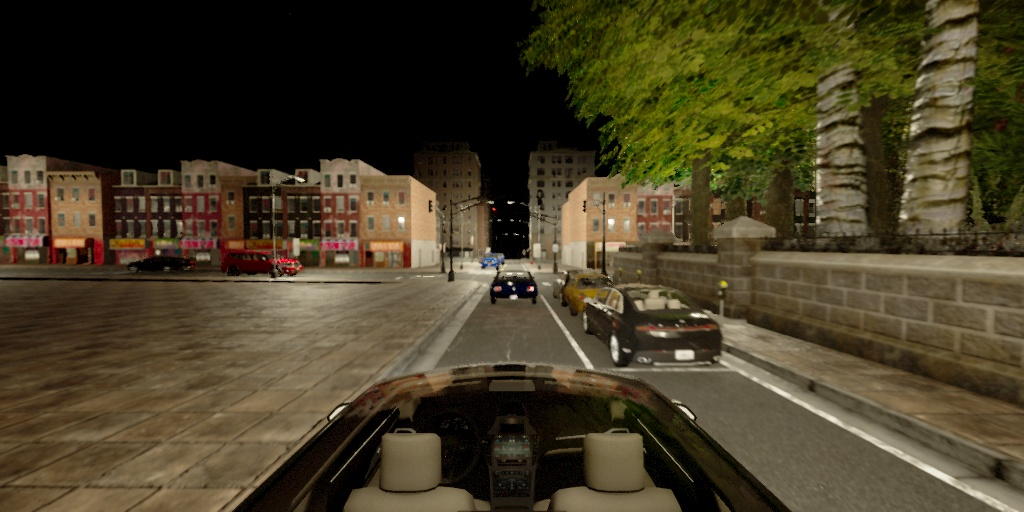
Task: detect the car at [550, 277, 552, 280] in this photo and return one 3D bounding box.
[{"bbox_3d":[2.666,1.195,14.773,2.007,1.370,4.403,0,0,0],"label":"car"}]

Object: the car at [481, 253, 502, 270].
[{"bbox_3d":[-2.706,0.643,45.446,2.150,2.045,5.566,0,1,0],"label":"car"}]

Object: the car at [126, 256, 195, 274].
[{"bbox_3d":[-30.545,0.709,31.223,4.892,1.490,1.837,1,2,0],"label":"car"}]

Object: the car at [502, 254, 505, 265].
[{"bbox_3d":[-2.462,0.526,63.522,2.150,2.045,5.566,0,0,1],"label":"car"}]

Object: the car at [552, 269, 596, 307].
[{"bbox_3d":[2.690,1.187,12.800,1.751,1.417,4.829,0,0,0],"label":"car"}]

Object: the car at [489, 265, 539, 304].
[{"bbox_3d":[0.080,1.239,15.575,1.895,1.301,4.718,0,0,0],"label":"car"}]

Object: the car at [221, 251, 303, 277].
[{"bbox_3d":[-19.636,0.633,28.244,5.566,2.045,2.150,1,2,0],"label":"car"}]

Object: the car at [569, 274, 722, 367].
[{"bbox_3d":[2.638,1.252,7.638,2.007,1.370,4.403,0,0,0],"label":"car"}]
